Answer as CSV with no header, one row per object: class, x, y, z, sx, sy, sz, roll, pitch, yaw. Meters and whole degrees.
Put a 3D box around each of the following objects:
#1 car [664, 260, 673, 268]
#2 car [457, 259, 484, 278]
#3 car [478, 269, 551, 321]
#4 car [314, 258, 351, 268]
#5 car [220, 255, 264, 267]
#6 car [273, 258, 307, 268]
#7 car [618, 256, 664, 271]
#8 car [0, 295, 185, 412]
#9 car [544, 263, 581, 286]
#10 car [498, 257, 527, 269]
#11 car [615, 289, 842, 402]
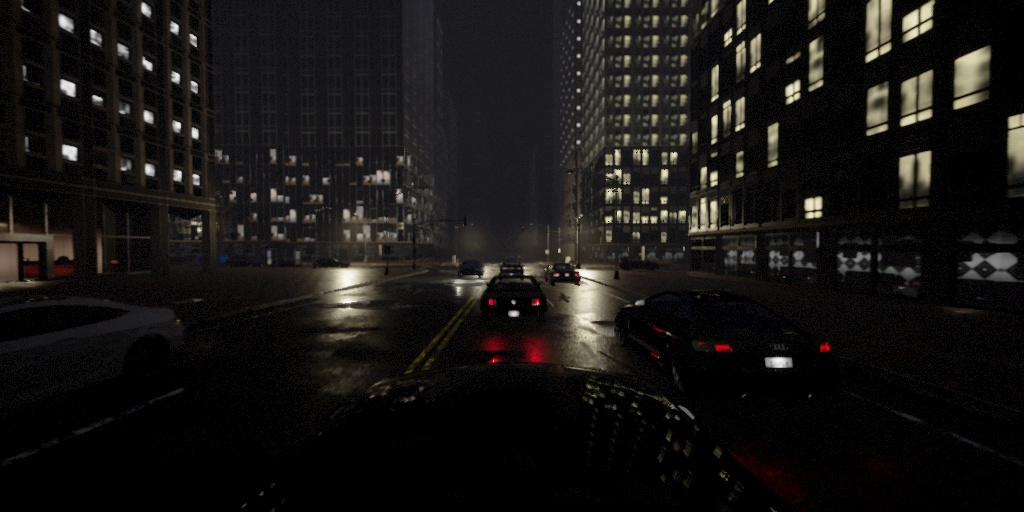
car,21.534,1.032,53.848,4.829,1.417,1.751,0,0,1
car,-3.459,1.033,30.771,1.882,1.535,5.008,0,0,0
car,0.047,1.283,12.095,1.895,1.301,4.718,0,0,0
car,-22.960,0.907,45.852,4.313,1.339,1.948,0,0,1
car,-34.326,0.812,46.097,4.313,1.339,1.948,0,0,1
car,-28.644,0.876,45.955,4.207,1.307,1.802,0,0,1
car,15.968,0.966,45.534,5.009,1.841,2.192,0,0,1
car,-6.610,1.265,4.361,1.812,1.442,4.674,0,0,0
car,3.241,1.147,23.638,2.033,1.411,5.357,0,0,0
car,-0.031,1.065,27.735,2.128,1.511,4.902,0,0,0
car,3.311,1.280,6.456,1.994,1.385,4.181,0,0,0
